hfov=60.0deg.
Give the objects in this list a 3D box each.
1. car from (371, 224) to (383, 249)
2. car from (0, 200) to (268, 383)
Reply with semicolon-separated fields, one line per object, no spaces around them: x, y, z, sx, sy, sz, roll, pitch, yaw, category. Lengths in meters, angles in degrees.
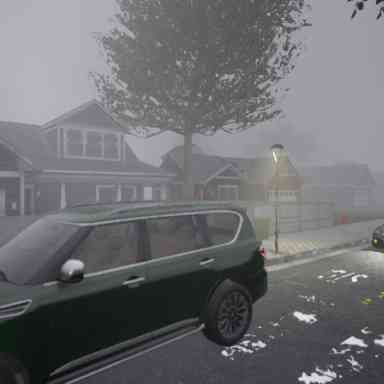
8.804;1.524;13.127;4.181;1.385;1.994;0;1;-40;car
-1.247;1.197;4.609;5.566;2.045;2.150;-2;2;-41;car
